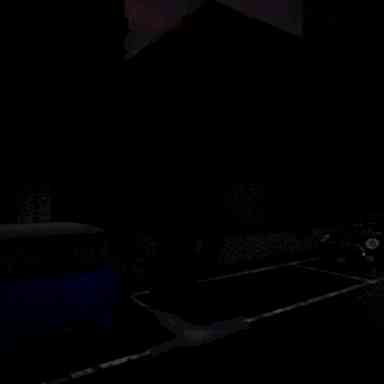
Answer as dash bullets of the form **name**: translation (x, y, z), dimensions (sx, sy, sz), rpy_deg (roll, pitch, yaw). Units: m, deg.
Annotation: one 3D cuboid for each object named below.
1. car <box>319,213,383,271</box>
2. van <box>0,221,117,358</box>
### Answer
- **car**: translation (5.937, 1.434, 10.773), dimensions (4.097, 1.590, 1.967), rpy_deg (0, 0, -36)
- **van**: translation (-3.019, 1.341, 4.381), dimensions (3.998, 1.788, 1.690), rpy_deg (0, 0, -36)
